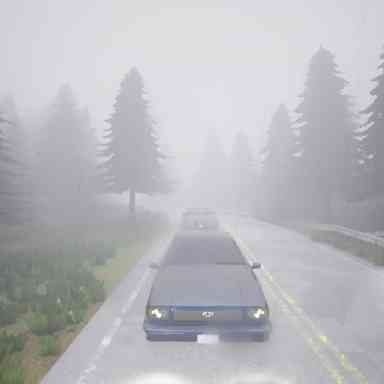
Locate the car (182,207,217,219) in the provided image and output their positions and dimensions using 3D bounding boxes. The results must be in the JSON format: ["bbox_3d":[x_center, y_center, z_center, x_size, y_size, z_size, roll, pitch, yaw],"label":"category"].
[{"bbox_3d":[0.402,1.584,19.139,1.994,1.385,4.181,0,0,-2],"label":"car"}]

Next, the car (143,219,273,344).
[{"bbox_3d":[0.250,1.557,7.054,2.033,1.411,5.357,0,0,1],"label":"car"}]
